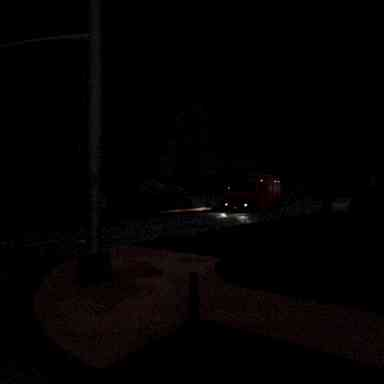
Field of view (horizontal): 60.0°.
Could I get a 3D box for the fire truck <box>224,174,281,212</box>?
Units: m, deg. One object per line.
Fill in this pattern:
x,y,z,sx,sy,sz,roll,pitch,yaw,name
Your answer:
6.626,0.077,35.506,2.891,3.827,8.468,0,0,35,fire truck
